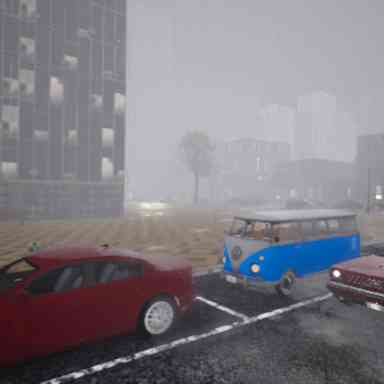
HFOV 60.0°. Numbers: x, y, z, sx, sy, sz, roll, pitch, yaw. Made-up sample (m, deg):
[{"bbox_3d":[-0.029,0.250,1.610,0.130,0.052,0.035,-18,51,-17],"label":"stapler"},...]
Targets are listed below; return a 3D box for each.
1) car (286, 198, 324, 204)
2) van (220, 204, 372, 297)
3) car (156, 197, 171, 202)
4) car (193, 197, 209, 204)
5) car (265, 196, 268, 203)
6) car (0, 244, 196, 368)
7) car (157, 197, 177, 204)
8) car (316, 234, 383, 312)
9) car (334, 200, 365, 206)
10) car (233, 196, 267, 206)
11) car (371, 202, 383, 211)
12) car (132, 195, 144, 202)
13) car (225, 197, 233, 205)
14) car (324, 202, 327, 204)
[{"bbox_3d":[13.886,1.481,41.883,1.967,1.590,4.097,1,-1,-35],"label":"car"},{"bbox_3d":[2.563,1.341,8.332,3.998,1.788,1.690,0,1,-35],"label":"van"},{"bbox_3d":[-7.678,1.924,87.930,1.752,1.417,4.829,1,-1,-35],"label":"car"},{"bbox_3d":[1.905,1.758,74.104,1.967,1.590,4.097,1,-1,-35],"label":"car"},{"bbox_3d":[11.461,1.555,60.467,2.192,1.841,5.009,1,-1,-35],"label":"car"},{"bbox_3d":[-2.034,1.545,5.055,4.507,1.381,1.887,0,1,-36],"label":"car"},{"bbox_3d":[-4.885,1.724,69.188,1.752,1.417,4.829,1,-1,-35],"label":"car"},{"bbox_3d":[4.850,1.601,6.837,4.718,1.301,1.895,0,0,-35],"label":"car"},{"bbox_3d":[21.588,1.723,45.932,1.947,1.339,4.313,1,-1,-35],"label":"car"},{"bbox_3d":[9.215,1.737,53.426,1.895,1.301,4.718,1,-1,-35],"label":"car"},{"bbox_3d":[24.711,1.683,41.426,2.008,1.369,4.403,1,-1,-35],"label":"car"},{"bbox_3d":[-14.467,1.846,83.015,1.947,1.339,4.313,1,-1,-35],"label":"car"},{"bbox_3d":[8.271,1.706,65.010,1.967,1.590,4.097,1,-1,-35],"label":"car"},{"bbox_3d":[18.466,1.765,50.436,1.802,1.307,4.206,1,-1,-35],"label":"car"}]
